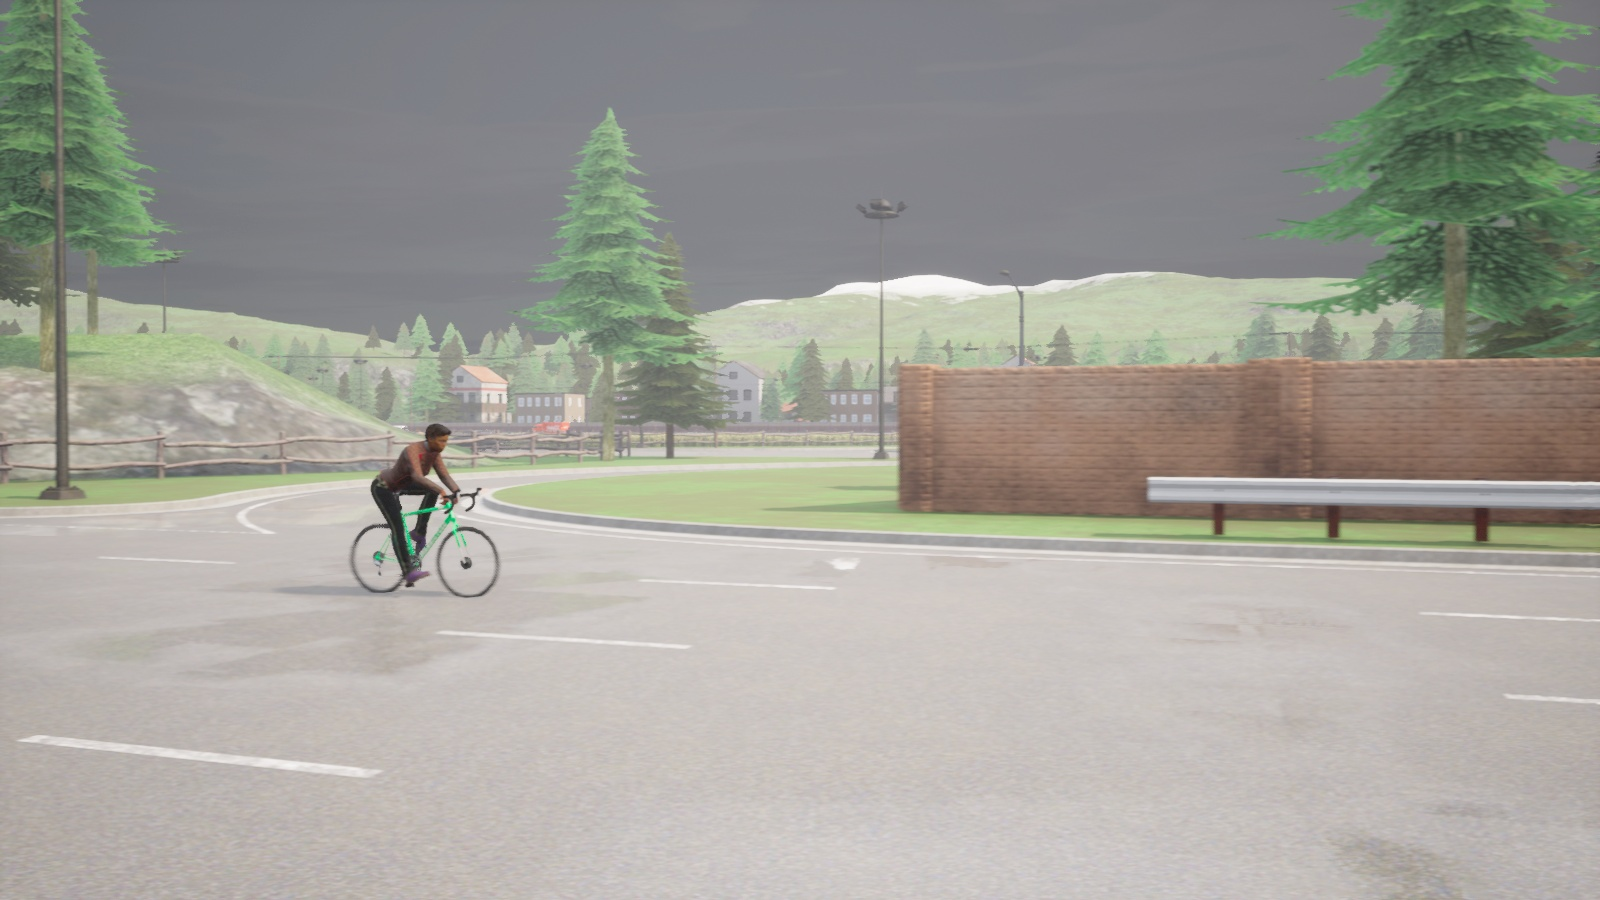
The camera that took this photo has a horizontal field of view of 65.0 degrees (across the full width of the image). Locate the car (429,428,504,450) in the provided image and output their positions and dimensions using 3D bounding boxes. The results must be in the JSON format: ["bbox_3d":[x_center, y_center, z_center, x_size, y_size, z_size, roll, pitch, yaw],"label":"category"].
[{"bbox_3d":[-22.334,-0.760,84.084,4.674,1.442,1.812,1,1,18],"label":"car"}]

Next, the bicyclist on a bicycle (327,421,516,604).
[{"bbox_3d":[-3.549,0.548,11.771,1.656,1.620,0.582,1,1,19],"label":"bicyclist on a bicycle"}]
